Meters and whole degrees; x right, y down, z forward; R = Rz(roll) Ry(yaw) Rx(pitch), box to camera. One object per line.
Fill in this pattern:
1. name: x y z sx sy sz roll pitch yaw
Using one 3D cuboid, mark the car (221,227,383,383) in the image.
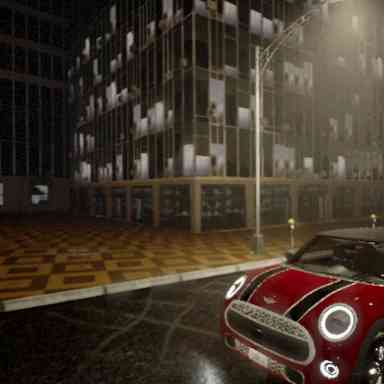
1. car: 2.635 1.406 5.264 4.553 1.767 2.097 1 0 -35
